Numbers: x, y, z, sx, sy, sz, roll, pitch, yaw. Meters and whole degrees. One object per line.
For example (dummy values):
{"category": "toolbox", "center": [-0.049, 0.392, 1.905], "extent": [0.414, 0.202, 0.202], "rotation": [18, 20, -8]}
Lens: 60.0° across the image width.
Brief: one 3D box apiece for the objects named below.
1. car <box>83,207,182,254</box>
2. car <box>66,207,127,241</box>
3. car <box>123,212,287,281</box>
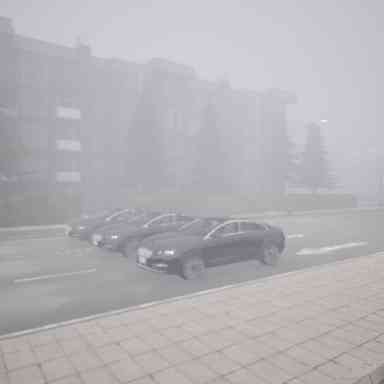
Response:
{"category": "car", "center": [-1.298, 1.489, 12.810], "extent": [4.902, 1.511, 2.128], "rotation": [0, 0, -35]}
{"category": "car", "center": [-3.330, 1.490, 15.660], "extent": [4.902, 1.511, 2.128], "rotation": [0, 0, -35]}
{"category": "car", "center": [0.735, 1.489, 9.961], "extent": [4.902, 1.511, 2.128], "rotation": [0, 0, -35]}
